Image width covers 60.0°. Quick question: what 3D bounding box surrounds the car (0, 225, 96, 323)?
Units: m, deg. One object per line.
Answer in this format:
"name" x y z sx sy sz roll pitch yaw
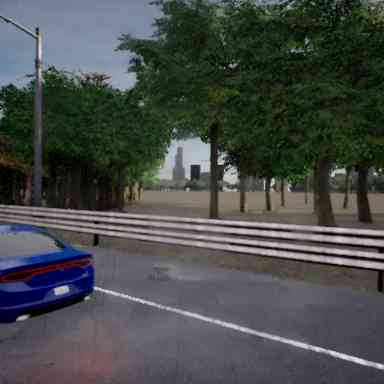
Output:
"car" -4.101 1.424 6.859 5.008 1.535 1.882 1 0 36
